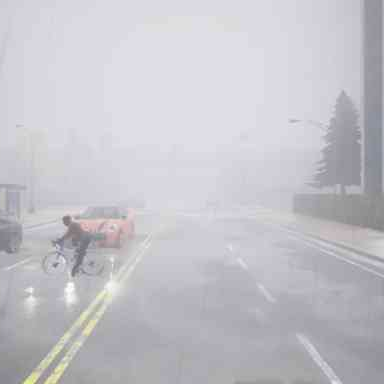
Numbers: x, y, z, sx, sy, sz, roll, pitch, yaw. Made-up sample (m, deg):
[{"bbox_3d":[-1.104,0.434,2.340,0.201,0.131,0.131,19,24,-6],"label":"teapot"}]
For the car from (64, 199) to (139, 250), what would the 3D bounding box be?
[{"bbox_3d":[-3.809,1.353,14.370,2.097,1.767,4.553,0,0,-1],"label":"car"}]

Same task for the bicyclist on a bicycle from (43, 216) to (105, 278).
[{"bbox_3d":[-3.158,1.454,8.842,1.656,1.620,0.582,-1,0,-1],"label":"bicyclist on a bicycle"}]

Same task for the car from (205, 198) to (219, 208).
[{"bbox_3d":[2.803,1.513,47.208,2.033,1.411,5.357,0,0,-1],"label":"car"}]

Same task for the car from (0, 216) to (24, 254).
[{"bbox_3d":[-7.252,1.491,10.614,2.128,1.511,4.902,0,0,-1],"label":"car"}]

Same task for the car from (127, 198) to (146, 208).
[{"bbox_3d":[-8.392,1.511,45.693,4.181,1.385,1.994,0,0,29],"label":"car"}]
